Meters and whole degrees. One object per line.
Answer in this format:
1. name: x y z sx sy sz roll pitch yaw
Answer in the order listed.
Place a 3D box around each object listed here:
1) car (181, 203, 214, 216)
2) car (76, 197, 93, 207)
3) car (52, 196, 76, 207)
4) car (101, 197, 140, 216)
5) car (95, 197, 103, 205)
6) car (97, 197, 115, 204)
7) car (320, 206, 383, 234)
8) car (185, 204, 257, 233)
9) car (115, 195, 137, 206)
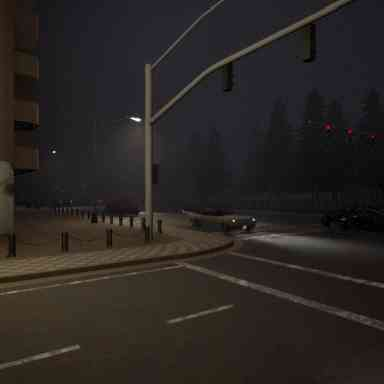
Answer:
1. car: 1.215 1.603 27.340 2.033 1.411 5.357 0 0 -36
2. car: -17.923 1.556 54.093 1.837 1.490 4.892 0 0 -36
3. car: -19.675 1.406 50.496 2.097 1.767 4.553 0 0 -35
4. car: -6.885 1.533 32.601 1.882 1.535 5.008 0 0 -36
5. car: -18.003 1.656 60.366 1.895 1.301 4.718 0 0 -36
6. car: -16.676 1.656 64.486 1.895 1.301 4.718 0 0 -36
7. car: 9.450 1.523 17.855 4.902 1.511 2.128 0 0 39
8. car: 1.778 1.656 20.294 1.895 1.301 4.718 0 0 -32
9. car: -11.416 1.408 57.209 2.097 1.767 4.553 0 0 -36
